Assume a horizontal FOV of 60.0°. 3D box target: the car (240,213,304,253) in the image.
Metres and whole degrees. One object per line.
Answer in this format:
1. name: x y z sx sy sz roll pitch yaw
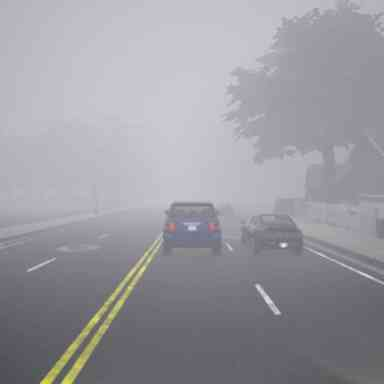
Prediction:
1. car: 3.265 1.649 14.245 1.837 1.490 4.892 0 0 0

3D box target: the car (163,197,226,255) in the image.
1. car: 0.012 1.355 14.048 2.150 2.045 5.566 0 0 0

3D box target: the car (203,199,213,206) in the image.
1. car: 3.302 2.198 70.408 1.812 1.442 4.674 0 0 0

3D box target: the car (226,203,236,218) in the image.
1. car: 3.276 1.865 34.348 1.812 1.442 4.674 0 -1 0
